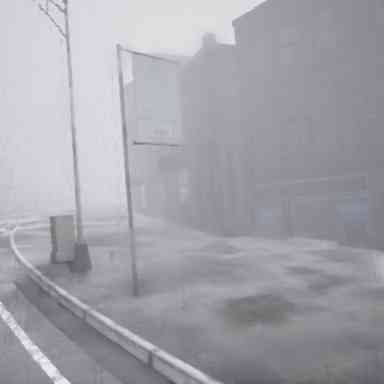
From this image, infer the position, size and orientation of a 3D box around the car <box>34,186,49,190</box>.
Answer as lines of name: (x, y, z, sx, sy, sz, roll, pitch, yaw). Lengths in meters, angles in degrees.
car: (-38.182, -0.677, 81.269, 2.231, 1.521, 4.892, -5, -3, 9)

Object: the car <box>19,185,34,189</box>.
car: (-39.085, -0.805, 75.925, 2.002, 1.452, 4.674, -5, -3, 11)

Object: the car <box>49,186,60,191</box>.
car: (-37.373, -0.600, 86.848, 2.185, 1.767, 4.553, -5, -3, 8)

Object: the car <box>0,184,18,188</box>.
car: (-40.124, -0.973, 70.507, 2.163, 1.488, 4.792, -5, -3, 12)
